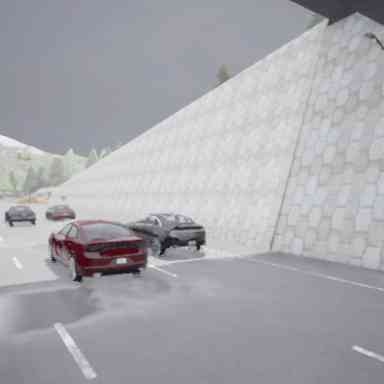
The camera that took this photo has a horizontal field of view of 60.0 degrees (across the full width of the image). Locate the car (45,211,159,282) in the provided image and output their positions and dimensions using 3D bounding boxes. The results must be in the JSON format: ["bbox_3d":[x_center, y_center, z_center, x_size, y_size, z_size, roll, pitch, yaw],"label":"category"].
[{"bbox_3d":[-3.104,1.584,10.343,1.882,1.535,5.008,1,-1,-33],"label":"car"}]

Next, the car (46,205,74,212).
[{"bbox_3d":[-12.004,1.864,30.270,1.994,1.385,4.181,1,-1,-33],"label":"car"}]

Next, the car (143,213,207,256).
[{"bbox_3d":[-1.317,1.642,13.997,2.128,1.511,4.902,1,-1,-33],"label":"car"}]

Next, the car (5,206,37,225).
[{"bbox_3d":[-13.582,1.800,26.293,2.033,1.411,5.357,1,-1,-33],"label":"car"}]
